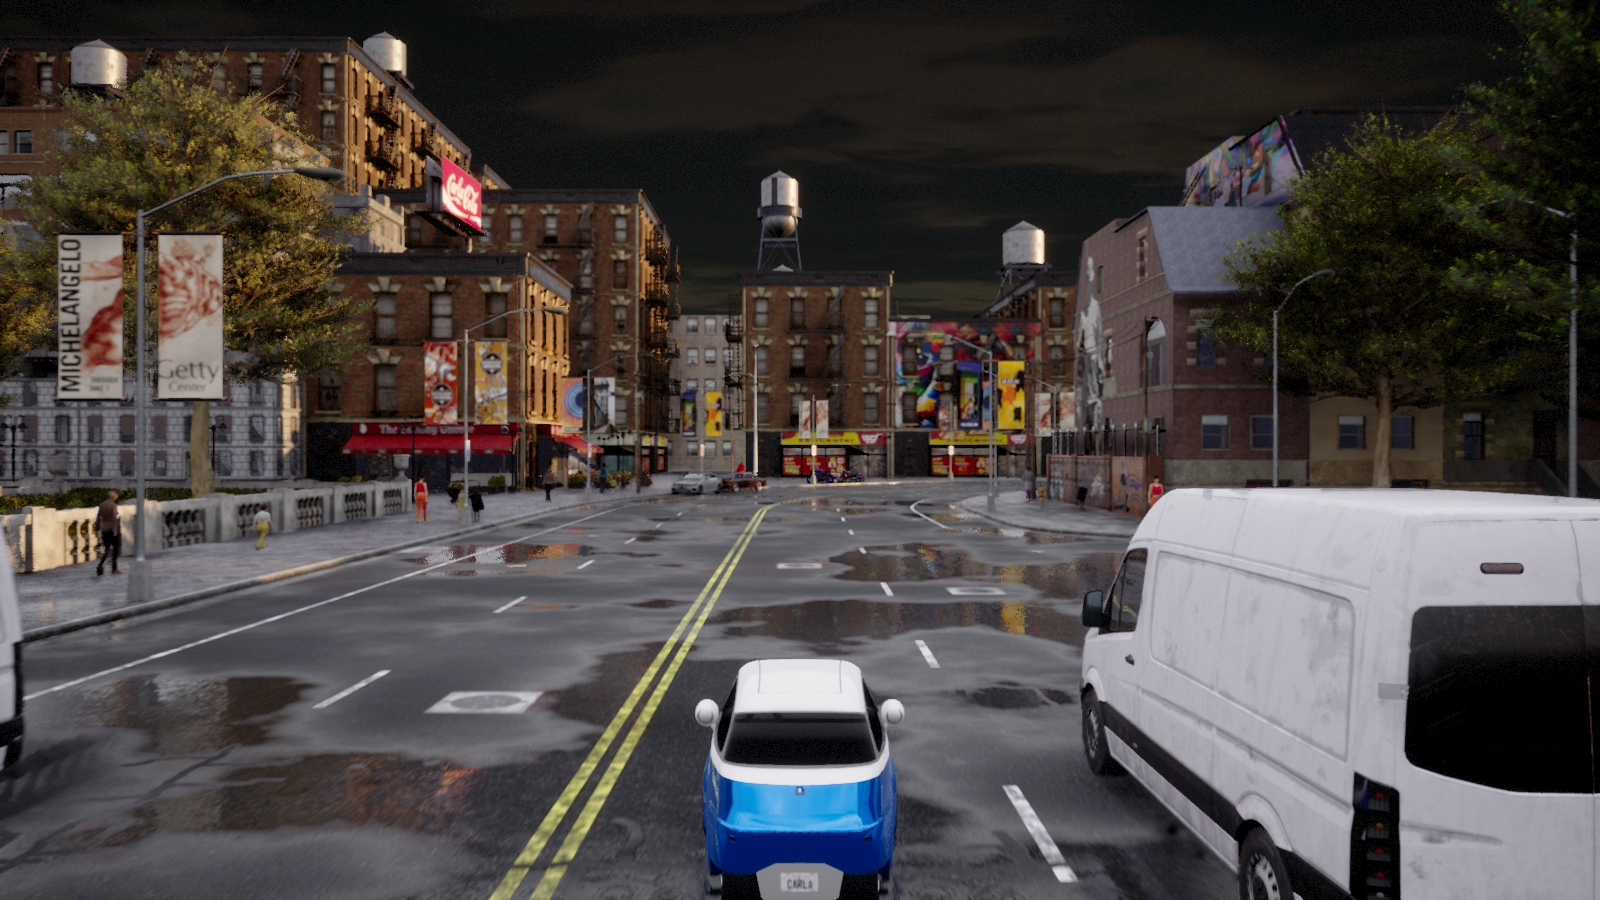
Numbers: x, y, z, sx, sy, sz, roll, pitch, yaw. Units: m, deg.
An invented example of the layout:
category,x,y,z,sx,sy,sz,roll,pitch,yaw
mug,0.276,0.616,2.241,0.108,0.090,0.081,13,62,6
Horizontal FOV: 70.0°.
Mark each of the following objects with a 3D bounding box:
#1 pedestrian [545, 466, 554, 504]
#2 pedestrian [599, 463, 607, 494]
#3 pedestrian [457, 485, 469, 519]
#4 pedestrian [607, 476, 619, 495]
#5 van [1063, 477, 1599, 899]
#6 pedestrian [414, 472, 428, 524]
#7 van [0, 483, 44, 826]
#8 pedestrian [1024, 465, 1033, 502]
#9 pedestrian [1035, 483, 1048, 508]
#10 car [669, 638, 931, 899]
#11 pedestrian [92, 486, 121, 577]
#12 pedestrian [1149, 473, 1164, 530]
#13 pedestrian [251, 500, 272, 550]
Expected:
category,x,y,z,sx,sy,sz,roll,pitch,yaw
pedestrian,-12.318,1.704,56.205,0.375,1.860,0.375,0,0,3
pedestrian,-11.912,1.706,69.005,0.375,1.860,0.375,0,0,13
pedestrian,-12.891,1.984,43.744,0.375,1.300,0.375,0,0,-2
pedestrian,-11.077,2.085,67.594,0.500,1.100,0.500,0,0,18
van,3.512,1.535,7.981,1.988,2.561,5.915,0,0,0
pedestrian,-13.558,1.703,40.846,0.375,1.860,0.375,0,0,2
van,-6.988,1.535,6.101,1.988,2.561,5.915,0,0,0
pedestrian,11.524,1.704,57.719,0.375,1.860,0.375,0,0,1
pedestrian,11.096,2.083,52.440,0.500,1.100,0.500,0,0,3
car,0.000,2.121,7.559,1.481,1.376,2.207,0,0,0
pedestrian,-14.515,1.700,23.927,0.375,1.860,0.375,0,0,4
pedestrian,11.751,1.702,37.619,0.375,1.860,0.375,0,0,-1
pedestrian,-14.308,1.980,30.344,0.375,1.300,0.375,0,0,5
